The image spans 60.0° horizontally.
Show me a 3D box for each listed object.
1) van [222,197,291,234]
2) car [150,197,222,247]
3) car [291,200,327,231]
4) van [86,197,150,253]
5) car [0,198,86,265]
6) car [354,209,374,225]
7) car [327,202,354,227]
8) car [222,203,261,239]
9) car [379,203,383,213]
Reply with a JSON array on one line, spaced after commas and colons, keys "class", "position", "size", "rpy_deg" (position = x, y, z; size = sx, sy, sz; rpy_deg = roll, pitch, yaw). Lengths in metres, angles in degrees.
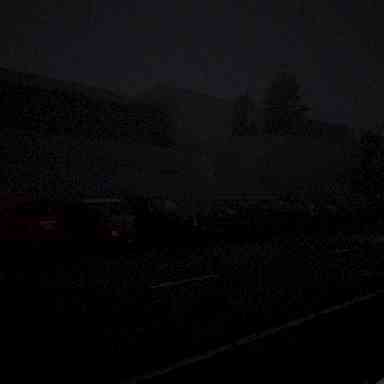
[{"class": "van", "position": [2.961, 1.244, 18.854], "size": [4.442, 1.987, 1.878], "rpy_deg": [-1, 0, 34]}, {"class": "car", "position": [-1.770, 1.230, 15.314], "size": [5.566, 2.045, 2.435], "rpy_deg": [-1, -1, 34]}, {"class": "car", "position": [5.513, 1.335, 20.504], "size": [4.553, 1.767, 2.185], "rpy_deg": [-1, 0, 34]}, {"class": "van", "position": [-4.125, 1.261, 13.530], "size": [4.442, 1.987, 1.878], "rpy_deg": [-1, -1, 34]}, {"class": "car", "position": [-6.680, 1.243, 11.871], "size": [5.566, 2.045, 2.435], "rpy_deg": [-1, -1, 34]}, {"class": "car", "position": [10.388, 1.476, 23.987], "size": [4.792, 1.488, 2.163], "rpy_deg": [-1, -1, 34]}, {"class": "car", "position": [7.919, 1.494, 22.250], "size": [4.674, 1.452, 2.002], "rpy_deg": [-1, 0, 34]}, {"class": "car", "position": [0.637, 1.476, 17.051], "size": [4.892, 1.521, 2.231], "rpy_deg": [-1, 0, 34]}, {"class": "car", "position": [20.159, 1.449, 30.962], "size": [4.792, 1.488, 2.163], "rpy_deg": [-1, -1, 34]}]
